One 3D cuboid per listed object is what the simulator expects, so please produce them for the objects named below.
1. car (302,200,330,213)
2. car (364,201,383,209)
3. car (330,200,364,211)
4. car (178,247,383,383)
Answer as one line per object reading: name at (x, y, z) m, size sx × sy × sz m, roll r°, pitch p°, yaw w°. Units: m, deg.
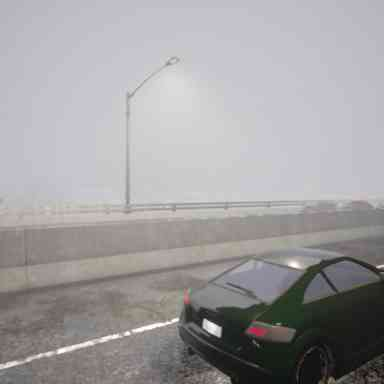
car at (13.413, 1.567, 34.610) m, size 4.181 × 1.385 × 1.994 m, roll 0°, pitch 0°, yaw -34°
car at (17.629, 1.497, 29.009) m, size 4.902 × 1.511 × 2.128 m, roll 0°, pitch 0°, yaw -34°
car at (15.734, 1.529, 31.953) m, size 4.674 × 1.442 × 1.812 m, roll 0°, pitch 0°, yaw -34°
car at (1.868, 1.563, 5.062) m, size 4.181 × 1.385 × 1.994 m, roll 0°, pitch 0°, yaw -35°
